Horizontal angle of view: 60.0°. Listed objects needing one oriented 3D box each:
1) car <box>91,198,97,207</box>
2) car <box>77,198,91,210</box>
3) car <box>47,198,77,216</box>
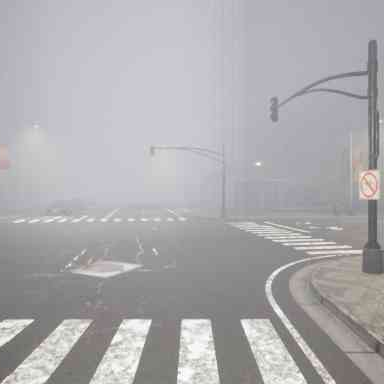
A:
[{"bbox_3d":[-16.375,1.600,53.139,1.994,1.385,4.181,0,0,-9],"label":"car"},{"bbox_3d":[-14.783,1.503,43.294,1.882,1.535,5.008,0,0,-9],"label":"car"},{"bbox_3d":[-13.196,1.542,33.462,1.812,1.442,4.674,0,0,-10],"label":"car"}]
